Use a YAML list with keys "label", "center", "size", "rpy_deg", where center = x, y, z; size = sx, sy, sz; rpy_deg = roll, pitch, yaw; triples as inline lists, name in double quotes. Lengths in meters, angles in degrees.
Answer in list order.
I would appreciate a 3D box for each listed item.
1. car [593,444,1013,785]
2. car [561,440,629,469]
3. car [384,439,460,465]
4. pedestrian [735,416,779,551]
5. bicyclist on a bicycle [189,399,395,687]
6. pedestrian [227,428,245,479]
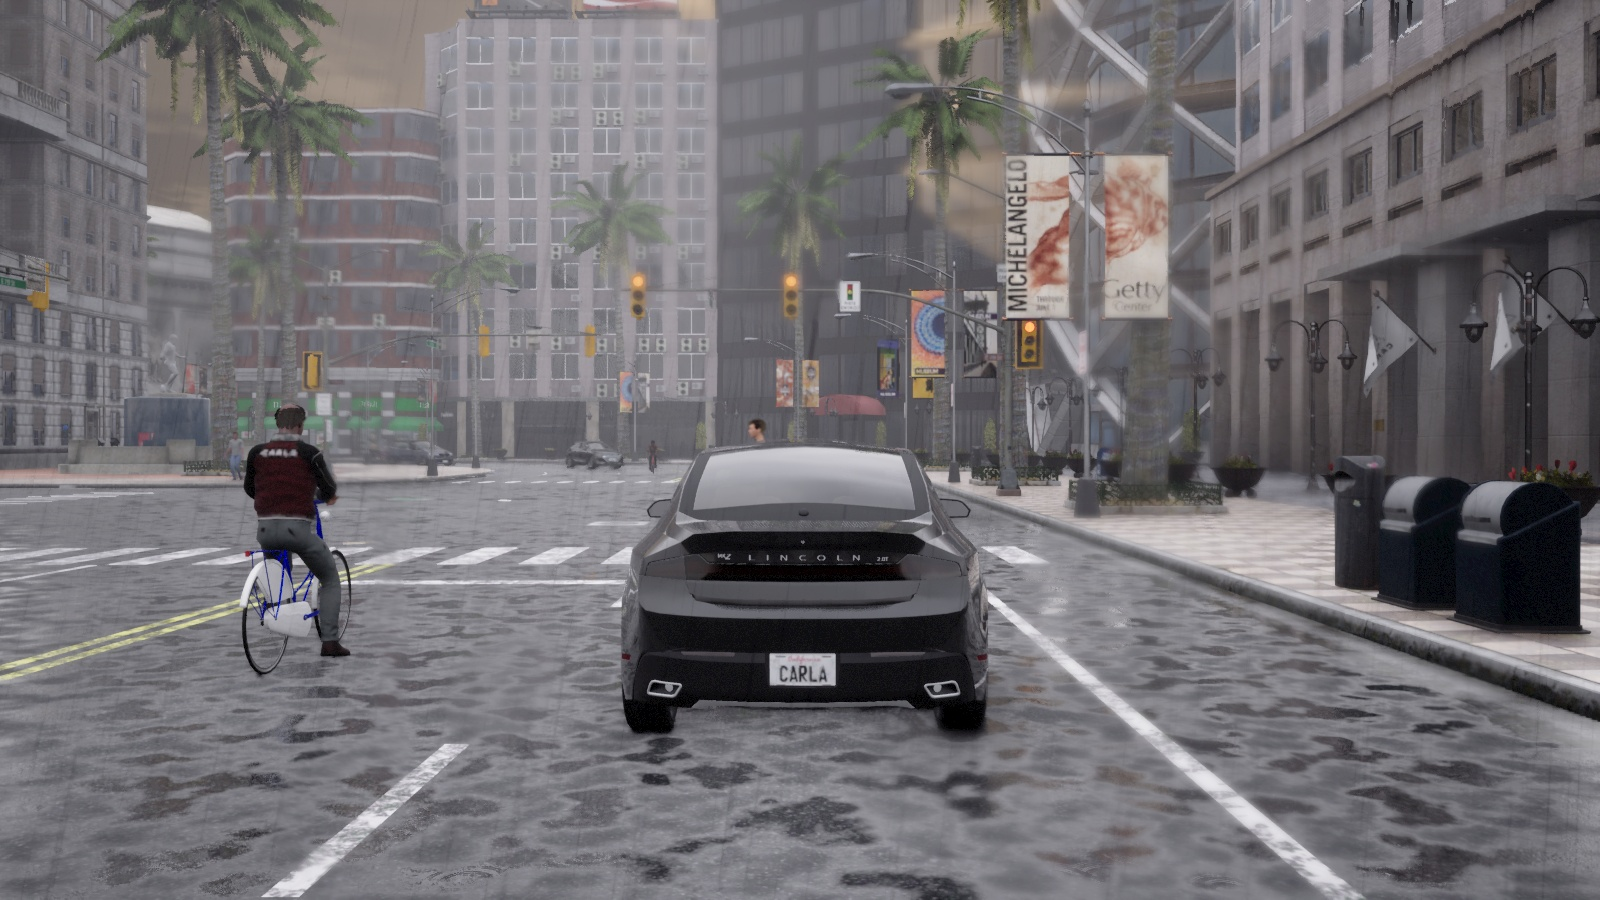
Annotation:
- label: "car"
  center: [0.047, 0.707, 7.945]
  size: [1.837, 1.490, 4.892]
  rpy_deg: [0, 0, 1]
- label: "car"
  center: [-12.179, 0.247, 74.314]
  size: [2.033, 1.649, 4.856]
  rpy_deg: [0, 0, -36]
- label: "car"
  center: [-24.598, 0.110, 81.627]
  size: [4.611, 1.667, 2.242]
  rpy_deg: [0, 0, 31]
- label: "pedestrian"
  center: [-0.587, 0.455, 17.263]
  size: [0.594, 1.836, 0.345]
  rpy_deg: [0, 0, 1]
- label: "bicyclist on a bicycle"
  center: [-3.432, 0.565, 8.669]
  size: [0.659, 1.776, 1.843]
  rpy_deg: [0, 1, 0]
- label: "pedestrian"
  center: [-20.366, 0.131, 45.352]
  size: [0.354, 1.836, 0.706]
  rpy_deg: [0, 0, -1]
